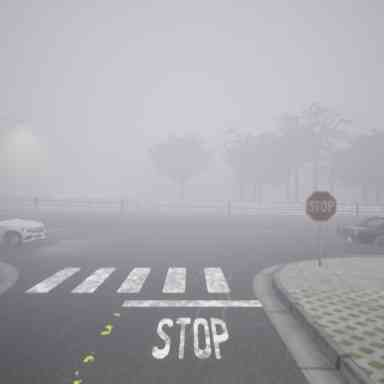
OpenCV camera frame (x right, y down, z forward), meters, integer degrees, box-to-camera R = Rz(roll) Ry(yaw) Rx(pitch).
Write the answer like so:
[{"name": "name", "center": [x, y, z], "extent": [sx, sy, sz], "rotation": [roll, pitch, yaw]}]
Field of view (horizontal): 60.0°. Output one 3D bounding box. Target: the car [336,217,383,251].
[{"name": "car", "center": [9.021, 1.779, 14.524], "extent": [4.718, 1.301, 1.895], "rotation": [1, 1, -3]}]

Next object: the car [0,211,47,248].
[{"name": "car", "center": [-8.613, 1.459, 13.985], "extent": [4.674, 1.442, 1.812], "rotation": [1, 1, 0]}]
